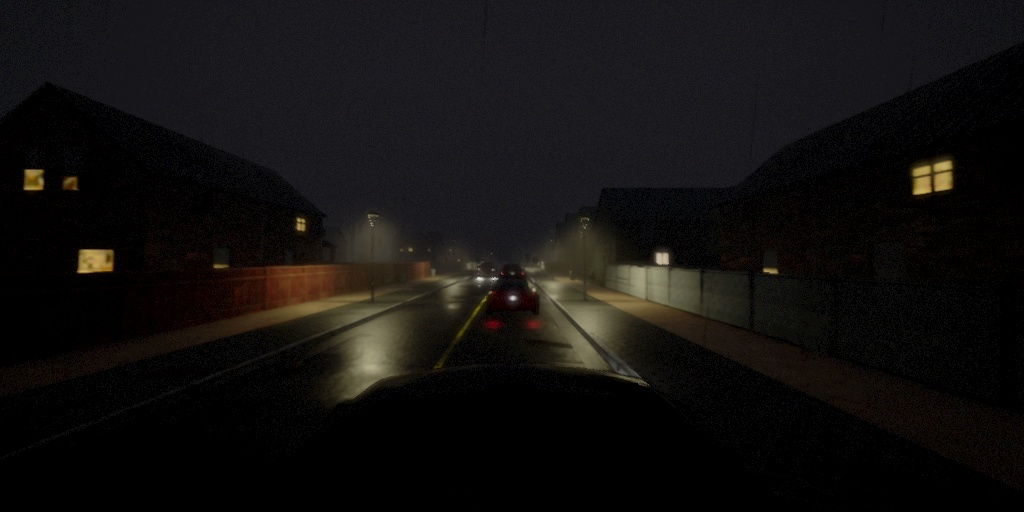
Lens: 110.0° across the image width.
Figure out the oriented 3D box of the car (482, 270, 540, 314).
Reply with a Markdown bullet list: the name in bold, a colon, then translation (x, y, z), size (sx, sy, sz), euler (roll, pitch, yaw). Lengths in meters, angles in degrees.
- **car**: translation (0.051, 1.447, 14.437), size (1.994, 1.385, 4.181), euler (0, 0, 1)

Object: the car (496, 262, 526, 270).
- **car**: translation (0.053, 1.386, 29.191), size (2.097, 1.767, 4.553), euler (0, -1, 1)

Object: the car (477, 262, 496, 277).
- **car**: translation (-2.784, 1.509, 41.159), size (2.097, 1.767, 4.553), euler (0, -1, 1)
